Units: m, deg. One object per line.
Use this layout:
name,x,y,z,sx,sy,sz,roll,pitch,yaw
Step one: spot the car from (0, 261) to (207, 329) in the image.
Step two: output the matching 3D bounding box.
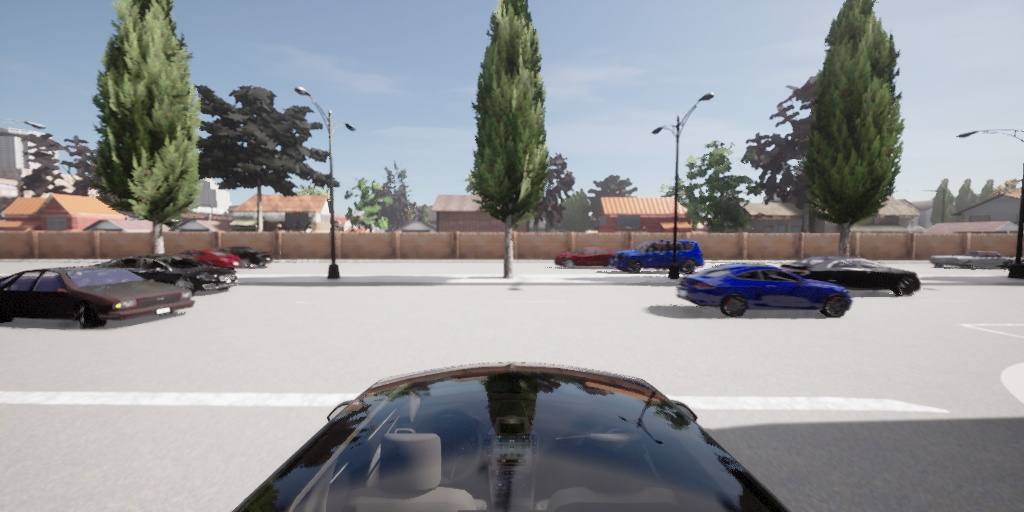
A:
car,-11.573,0.993,9.636,5.357,1.411,2.033,1,3,10

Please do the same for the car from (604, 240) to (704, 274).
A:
car,9.010,0.041,22.458,5.566,2.045,2.150,0,3,-1

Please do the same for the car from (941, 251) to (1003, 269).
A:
car,34.045,0.277,26.490,4.718,1.301,1.895,0,3,-1

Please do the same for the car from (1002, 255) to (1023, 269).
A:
car,35.156,0.392,23.001,4.674,1.442,1.812,0,3,-1

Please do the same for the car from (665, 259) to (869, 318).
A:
car,7.395,0.962,10.758,4.674,1.442,1.812,0,3,-1

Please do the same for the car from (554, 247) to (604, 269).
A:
car,5.577,0.103,25.896,5.008,1.535,1.882,0,3,-1

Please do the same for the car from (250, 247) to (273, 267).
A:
car,-19.745,0.058,25.370,5.008,1.535,1.882,0,3,-1

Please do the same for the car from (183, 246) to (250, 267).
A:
car,-19.175,0.295,21.876,4.674,1.442,1.812,0,3,-1

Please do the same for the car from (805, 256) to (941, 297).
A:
car,13.381,0.758,14.373,4.902,1.511,2.128,0,3,-1

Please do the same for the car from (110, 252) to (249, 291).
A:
car,-13.406,0.724,13.818,4.892,1.490,1.837,0,3,-1
